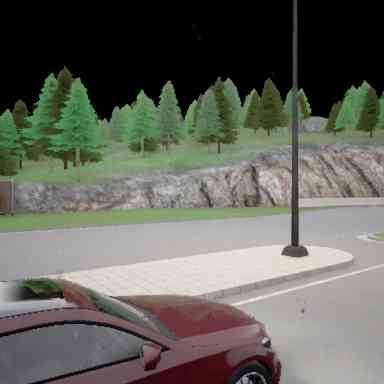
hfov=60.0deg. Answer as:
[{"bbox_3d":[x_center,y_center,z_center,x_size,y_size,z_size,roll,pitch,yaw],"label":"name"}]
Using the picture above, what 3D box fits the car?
[{"bbox_3d":[-1.273,1.526,2.838,4.674,1.442,1.812,0,0,-36],"label":"car"}]
